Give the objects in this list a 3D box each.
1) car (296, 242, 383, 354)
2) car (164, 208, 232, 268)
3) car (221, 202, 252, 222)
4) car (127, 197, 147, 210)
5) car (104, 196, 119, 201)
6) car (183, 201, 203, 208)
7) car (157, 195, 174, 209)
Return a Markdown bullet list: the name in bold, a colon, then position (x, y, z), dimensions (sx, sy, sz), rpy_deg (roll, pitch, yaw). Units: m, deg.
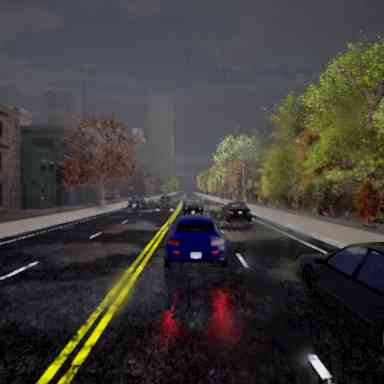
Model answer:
- **car**: position (3.351, 1.530, 5.353), dimensions (2.033, 1.411, 5.357), rpy_deg (0, 0, 0)
- **car**: position (0.114, 1.490, 11.052), dimensions (1.812, 1.442, 4.674), rpy_deg (0, 0, 0)
- **car**: position (3.350, 1.466, 25.557), dimensions (2.033, 1.411, 5.357), rpy_deg (0, 0, 0)
- **car**: position (-6.631, 1.364, 40.556), dimensions (2.128, 1.511, 4.902), rpy_deg (0, 0, 0)
- **car**: position (-20.689, 1.559, 84.046), dimensions (4.313, 1.339, 1.947), rpy_deg (-1, 1, -1)
- **car**: position (0.102, 1.499, 31.959), dimensions (1.895, 1.301, 4.718), rpy_deg (0, 0, 0)
- **car**: position (-3.408, 1.214, 43.373), dimensions (2.097, 1.767, 4.553), rpy_deg (0, 0, 0)
